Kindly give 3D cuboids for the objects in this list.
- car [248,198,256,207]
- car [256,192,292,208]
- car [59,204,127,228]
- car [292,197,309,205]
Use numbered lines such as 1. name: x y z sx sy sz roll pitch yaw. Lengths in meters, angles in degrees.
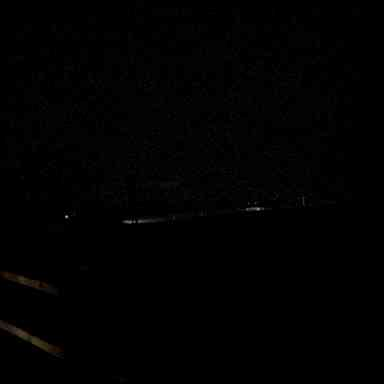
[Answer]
1. car: 9.760 1.481 48.007 1.837 1.490 4.892 -2 -2 37
2. car: 11.251 1.099 45.241 2.150 2.045 5.566 -2 -1 36
3. car: -6.194 1.423 21.137 1.994 1.385 4.181 -2 -1 36
4. car: 17.336 1.437 53.732 2.033 1.411 5.357 -2 -1 36
